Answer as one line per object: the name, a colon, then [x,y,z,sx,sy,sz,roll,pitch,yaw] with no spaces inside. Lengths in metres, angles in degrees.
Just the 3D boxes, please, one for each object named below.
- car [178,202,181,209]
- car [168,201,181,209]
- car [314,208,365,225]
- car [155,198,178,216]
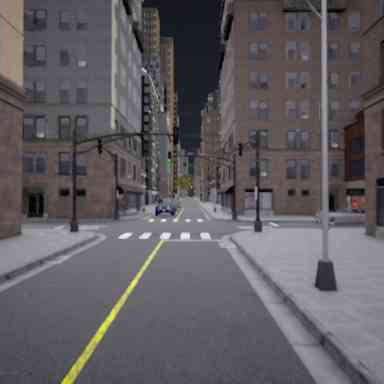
car: [-3.116,2.188,49.894,2.033,1.411,5.357,0,-1,0]
car: [-3.074,2.333,59.821,1.994,1.385,4.181,0,-1,1]
car: [12.336,1.924,26.636,4.718,1.301,1.895,0,-1,0]
car: [-3.120,1.728,39.548,2.150,2.045,5.566,0,-1,-1]
